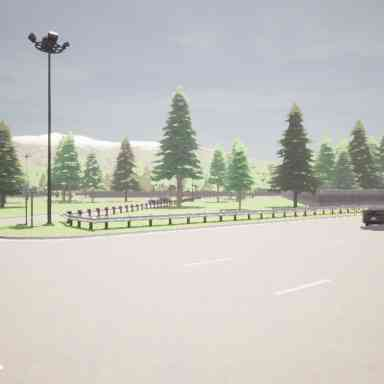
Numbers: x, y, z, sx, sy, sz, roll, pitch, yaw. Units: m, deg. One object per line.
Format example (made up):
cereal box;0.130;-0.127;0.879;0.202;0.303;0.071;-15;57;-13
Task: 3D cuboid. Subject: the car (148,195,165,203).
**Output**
car;-6.591;1.601;59.952;1.895;1.301;4.718;0;0;5

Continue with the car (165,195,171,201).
car;-5.645;1.351;69.772;2.097;1.767;4.553;0;0;5

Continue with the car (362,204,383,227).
car;13.013;1.477;21.591;5.008;1.535;1.882;0;0;-35
